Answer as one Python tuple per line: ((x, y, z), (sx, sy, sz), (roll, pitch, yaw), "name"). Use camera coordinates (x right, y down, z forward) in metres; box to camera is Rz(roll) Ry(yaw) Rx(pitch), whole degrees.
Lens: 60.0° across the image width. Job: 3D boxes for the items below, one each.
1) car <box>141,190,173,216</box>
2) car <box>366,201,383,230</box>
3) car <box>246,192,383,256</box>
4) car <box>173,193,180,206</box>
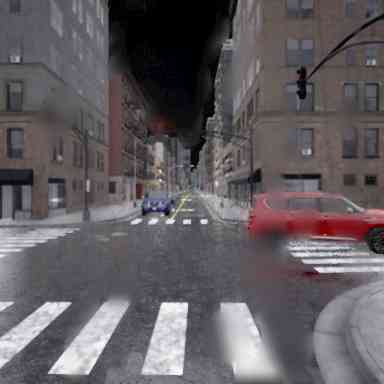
((-2.960, 0.880, 27.982), (2.150, 2.045, 5.566), (0, 1, -2), "car")
((12.179, 1.224, 18.038), (4.507, 1.381, 1.887), (-1, 1, 1), "car")
((4.807, 1.027, 12.212), (5.566, 2.045, 2.150), (-1, 2, 22), "car")
((-2.988, 1.064, 42.669), (1.895, 1.301, 4.718), (0, 1, 0), "car")
